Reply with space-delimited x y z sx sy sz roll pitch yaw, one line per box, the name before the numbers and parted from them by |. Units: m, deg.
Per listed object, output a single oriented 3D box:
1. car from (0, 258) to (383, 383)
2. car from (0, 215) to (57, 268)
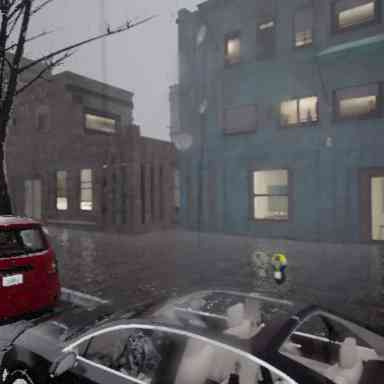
car | 0.058 1.553 2.843 4.403 1.369 2.008 0 -1 35
car | -4.456 1.324 6.065 5.009 1.841 2.192 0 -1 35
